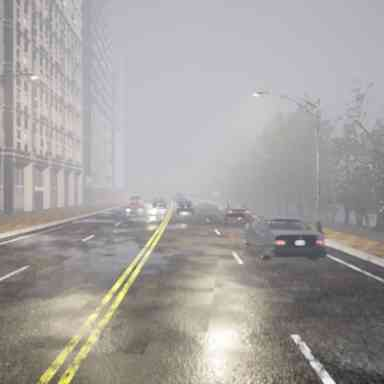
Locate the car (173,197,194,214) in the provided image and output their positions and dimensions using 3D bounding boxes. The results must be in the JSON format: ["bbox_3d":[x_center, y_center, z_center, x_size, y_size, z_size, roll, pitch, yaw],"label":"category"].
[{"bbox_3d":[-0.738,1.522,35.027,2.033,1.411,5.357,0,0,-2],"label":"car"}]

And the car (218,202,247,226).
[{"bbox_3d":[2.931,1.476,23.360,2.128,1.511,4.902,0,0,-1],"label":"car"}]

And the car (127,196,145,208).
[{"bbox_3d":[-7.707,1.316,45.920,2.097,1.767,4.553,0,0,-3],"label":"car"}]

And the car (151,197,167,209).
[{"bbox_3d":[-4.441,1.456,45.589,2.128,1.511,4.902,0,0,-2],"label":"car"}]

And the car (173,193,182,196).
[{"bbox_3d":[-3.032,1.144,74.263,2.150,2.045,5.566,0,0,-5],"label":"car"}]

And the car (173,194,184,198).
[{"bbox_3d":[-1.832,1.507,58.752,1.994,1.385,4.181,0,0,-4],"label":"car"}]

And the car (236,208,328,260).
[{"bbox_3d":[3.155,1.539,12.306,2.033,1.411,5.357,0,0,-1],"label":"car"}]
